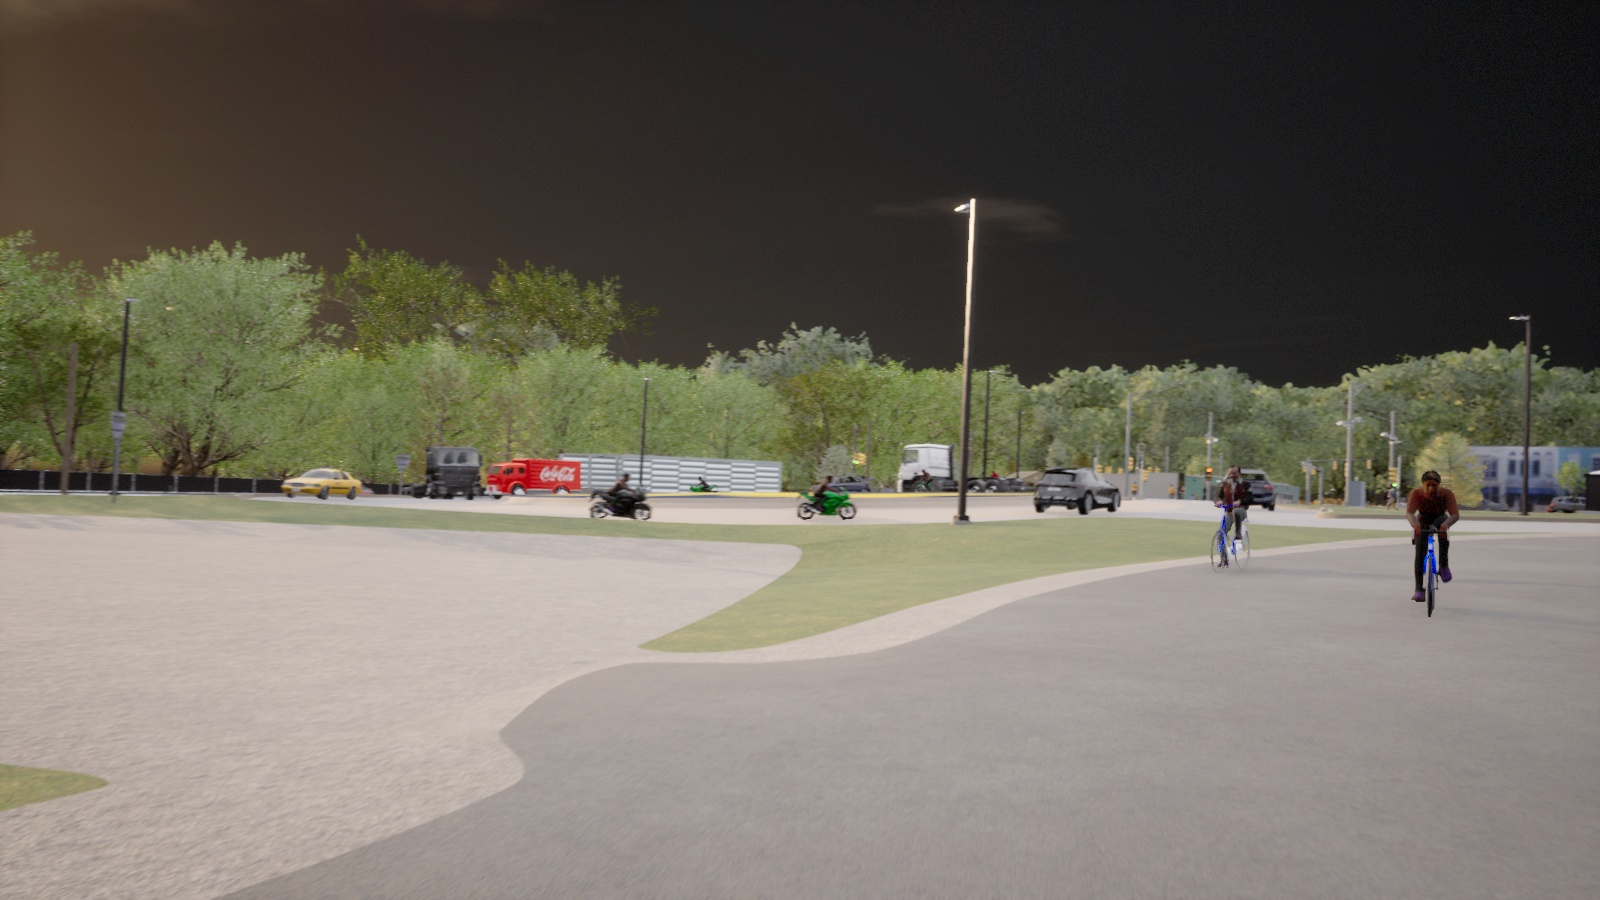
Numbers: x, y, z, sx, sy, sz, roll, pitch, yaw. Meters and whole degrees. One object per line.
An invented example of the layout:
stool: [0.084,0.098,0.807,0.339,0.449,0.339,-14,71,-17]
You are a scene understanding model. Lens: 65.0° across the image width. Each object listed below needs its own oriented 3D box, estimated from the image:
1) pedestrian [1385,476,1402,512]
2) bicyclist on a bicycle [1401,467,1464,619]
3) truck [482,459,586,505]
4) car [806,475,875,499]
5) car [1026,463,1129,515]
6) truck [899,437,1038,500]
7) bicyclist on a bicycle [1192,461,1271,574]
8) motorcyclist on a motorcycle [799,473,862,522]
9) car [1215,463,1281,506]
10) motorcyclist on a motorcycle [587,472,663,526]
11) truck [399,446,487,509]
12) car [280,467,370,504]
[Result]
pedestrian: [33.068,2.467,69.947,0.788,1.949,0.423,1,-3,31]
bicyclist on a bicycle: [7.196,1.005,14.259,0.582,1.620,1.656,0,-1,28]
truck: [-15.298,1.867,72.332,5.204,2.467,2.627,3,-3,-41]
car: [2.679,2.410,82.223,4.193,1.474,1.816,0,-1,-32]
car: [10.085,1.350,45.298,2.033,1.649,4.856,1,1,33]
truck: [9.988,1.191,74.998,7.936,3.462,2.891,-2,-5,41]
bicyclist on a bicycle: [7.111,1.072,20.648,0.659,1.776,1.843,-1,-1,38]
motorcyclist on a motorcycle: [1.023,1.583,41.848,2.044,1.523,0.797,-1,3,3]
car: [18.665,1.407,52.551,2.242,1.667,4.611,2,0,16]
motorcyclist on a motorcycle: [-5.279,1.485,37.845,2.044,1.523,0.797,2,-4,14]
truck: [-22.722,1.828,79.634,2.891,3.462,7.936,1,-5,-35]
car: [-22.200,1.692,58.941,1.801,1.575,5.366,2,-2,4]
